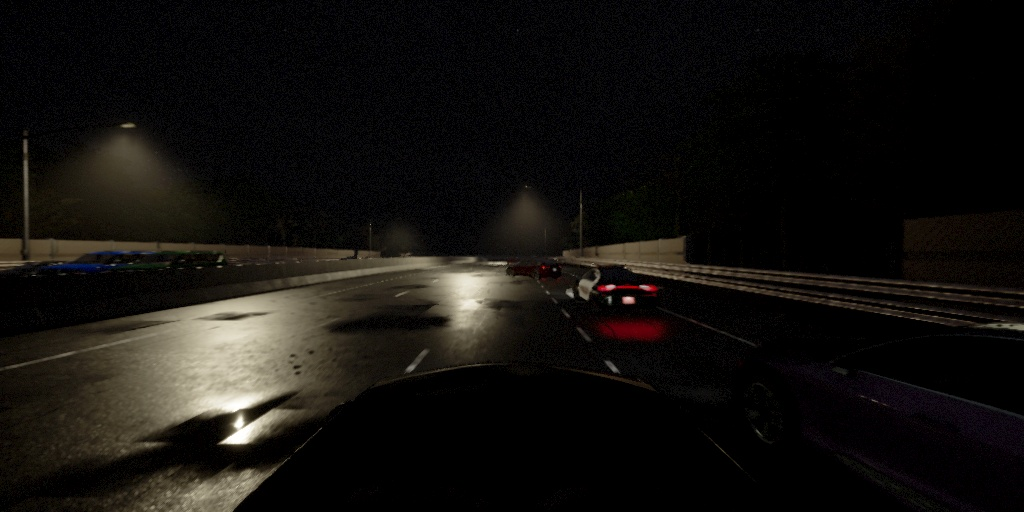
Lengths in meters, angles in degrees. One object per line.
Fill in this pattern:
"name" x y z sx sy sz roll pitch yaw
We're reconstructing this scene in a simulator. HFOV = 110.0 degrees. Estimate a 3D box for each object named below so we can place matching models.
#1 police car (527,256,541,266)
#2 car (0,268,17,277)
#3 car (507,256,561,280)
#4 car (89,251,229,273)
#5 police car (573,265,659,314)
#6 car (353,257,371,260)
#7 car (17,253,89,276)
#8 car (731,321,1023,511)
"police car" 3.517 0.764 57.348 1.930 1.638 5.238 0 0 0
"car" -24.577 1.040 19.031 1.837 1.490 4.892 0 1 0
"car" 1.559 0.948 26.719 2.163 1.488 4.792 0 1 -37
"car" -17.583 0.759 18.695 2.150 2.045 5.566 0 1 0
"police car" 3.504 1.113 13.177 2.038 1.542 4.974 0 1 0
"car" -24.493 0.909 60.399 1.994 1.385 4.181 0 0 0
"car" -21.080 0.758 18.927 2.150 2.045 5.566 0 1 0
"car" 3.500 1.175 2.161 2.033 1.649 4.856 0 1 0
